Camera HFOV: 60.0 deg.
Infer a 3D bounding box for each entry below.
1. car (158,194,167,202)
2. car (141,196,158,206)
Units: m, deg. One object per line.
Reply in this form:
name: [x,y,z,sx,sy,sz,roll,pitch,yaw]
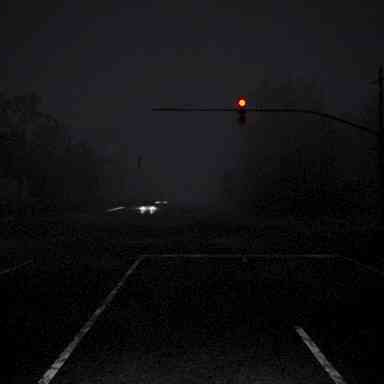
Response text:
car: [-7.000,1.355,76.281,2.097,1.767,4.553,0,0,0]
car: [-7.000,1.613,53.246,1.895,1.301,4.718,0,0,0]
